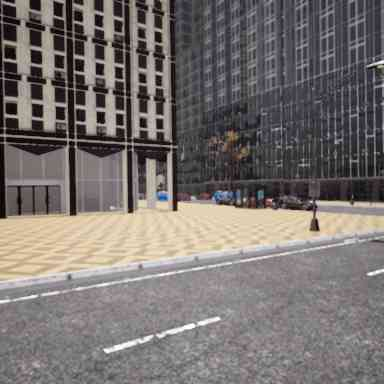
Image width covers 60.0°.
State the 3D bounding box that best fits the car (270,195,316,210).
[{"bbox_3d":[11.867,1.166,39.463,2.128,1.511,4.902,-1,1,-34],"label":"car"}]

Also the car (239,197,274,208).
[{"bbox_3d":[8.123,1.285,40.180,1.802,1.307,4.206,-1,1,-34],"label":"car"}]

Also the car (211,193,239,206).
[{"bbox_3d":[4.975,1.215,44.912,1.947,1.339,4.313,-1,1,-34],"label":"car"}]

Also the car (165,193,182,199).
[{"bbox_3d":[-4.030,0.800,73.150,1.802,1.307,4.206,-1,1,-34],"label":"car"}]

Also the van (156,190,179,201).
[{"bbox_3d":[-4.568,0.831,59.037,1.690,1.788,3.998,-1,1,-34],"label":"van"}]

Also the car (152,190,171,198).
[{"bbox_3d":[-7.227,0.478,77.846,2.192,1.841,5.009,-1,1,-34],"label":"car"}]

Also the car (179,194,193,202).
[{"bbox_3d":[-1.674,1.015,59.479,1.994,1.385,4.181,-1,1,-34],"label":"car"}]

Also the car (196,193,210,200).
[{"bbox_3d":[2.362,0.908,63.750,1.802,1.307,4.206,-1,1,-34],"label":"car"}]

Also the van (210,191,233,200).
[{"bbox_3d":[5.557,0.721,59.047,1.690,1.788,3.998,-1,1,-34],"label":"van"}]

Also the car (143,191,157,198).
[{"bbox_3d":[-10.423,0.549,82.547,1.967,1.590,4.097,-1,1,-34],"label":"car"}]

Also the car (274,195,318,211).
[{"bbox_3d":[11.305,1.321,35.468,1.947,1.339,4.313,-1,1,-34],"label":"car"}]

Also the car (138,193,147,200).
[{"bbox_3d":[-10.960,0.932,68.439,2.008,1.369,4.403,-1,1,-34],"label":"car"}]
